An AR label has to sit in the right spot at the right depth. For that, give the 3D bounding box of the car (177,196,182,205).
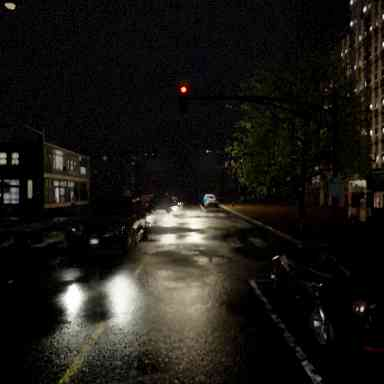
[{"bbox_3d":[-3.167,1.440,52.678,2.128,1.511,4.902,0,0,0],"label":"car"}]

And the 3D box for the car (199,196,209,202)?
[{"bbox_3d":[2.584,1.495,71.772,1.947,1.339,4.313,0,0,0],"label":"car"}]

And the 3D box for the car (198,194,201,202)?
[{"bbox_3d":[2.601,1.490,60.670,2.008,1.369,4.403,0,0,0],"label":"car"}]

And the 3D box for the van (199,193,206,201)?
[{"bbox_3d":[2.569,1.260,82.874,1.690,1.788,3.998,0,0,0],"label":"van"}]

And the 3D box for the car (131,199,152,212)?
[{"bbox_3d":[-5.745,1.543,38.451,1.802,1.307,4.206,0,0,0],"label":"car"}]

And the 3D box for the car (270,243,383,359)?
[{"bbox_3d":[2.686,1.560,5.988,1.947,1.339,4.313,0,0,0],"label":"car"}]

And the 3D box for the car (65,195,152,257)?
[{"bbox_3d":[-3.112,1.208,13.276,2.150,2.045,5.566,0,0,-1],"label":"car"}]

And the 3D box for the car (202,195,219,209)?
[{"bbox_3d":[2.627,1.481,44.187,1.752,1.417,4.829,0,0,0],"label":"car"}]

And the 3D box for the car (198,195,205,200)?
[{"bbox_3d":[2.559,1.439,88.595,1.752,1.417,4.829,0,0,0],"label":"car"}]

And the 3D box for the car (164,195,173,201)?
[{"bbox_3d":[-5.813,1.469,82.859,2.008,1.369,4.403,0,0,0],"label":"car"}]

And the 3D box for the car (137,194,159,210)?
[{"bbox_3d":[-5.752,1.270,44.001,2.192,1.841,5.009,0,0,0],"label":"car"}]

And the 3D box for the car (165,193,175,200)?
[{"bbox_3d":[-5.821,1.229,88.410,2.192,1.841,5.009,0,0,0],"label":"car"}]

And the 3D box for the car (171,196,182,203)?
[{"bbox_3d":[-3.108,1.491,68.239,1.994,1.385,4.181,0,0,0],"label":"car"}]

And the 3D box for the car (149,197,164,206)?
[{"bbox_3d":[-5.771,1.496,55.104,2.008,1.369,4.403,0,0,0],"label":"car"}]

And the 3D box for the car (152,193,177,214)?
[{"bbox_3d":[-3.305,1.185,35.879,2.150,2.045,5.566,0,0,3],"label":"car"}]

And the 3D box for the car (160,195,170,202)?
[{"bbox_3d":[-5.796,1.454,71.587,1.752,1.417,4.829,0,0,0],"label":"car"}]

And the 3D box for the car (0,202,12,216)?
[{"bbox_3d":[-17.310,1.342,27.436,4.507,1.381,1.887,1,-1,-1],"label":"car"}]

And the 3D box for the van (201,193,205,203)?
[{"bbox_3d":[2.619,1.291,49.568,1.690,1.788,3.998,0,0,0],"label":"van"}]
